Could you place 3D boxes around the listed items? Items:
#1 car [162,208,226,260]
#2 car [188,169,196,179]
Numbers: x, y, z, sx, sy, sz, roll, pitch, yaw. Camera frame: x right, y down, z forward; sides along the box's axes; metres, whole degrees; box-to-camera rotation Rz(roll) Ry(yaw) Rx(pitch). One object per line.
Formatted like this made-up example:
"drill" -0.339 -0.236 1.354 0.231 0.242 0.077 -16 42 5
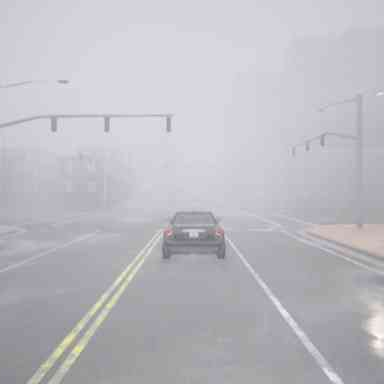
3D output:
"car" 0.074 1.377 12.692 2.097 1.767 4.553 0 0 0
"car" -0.013 -4.406 85.774 2.097 1.767 4.553 0 12 0
